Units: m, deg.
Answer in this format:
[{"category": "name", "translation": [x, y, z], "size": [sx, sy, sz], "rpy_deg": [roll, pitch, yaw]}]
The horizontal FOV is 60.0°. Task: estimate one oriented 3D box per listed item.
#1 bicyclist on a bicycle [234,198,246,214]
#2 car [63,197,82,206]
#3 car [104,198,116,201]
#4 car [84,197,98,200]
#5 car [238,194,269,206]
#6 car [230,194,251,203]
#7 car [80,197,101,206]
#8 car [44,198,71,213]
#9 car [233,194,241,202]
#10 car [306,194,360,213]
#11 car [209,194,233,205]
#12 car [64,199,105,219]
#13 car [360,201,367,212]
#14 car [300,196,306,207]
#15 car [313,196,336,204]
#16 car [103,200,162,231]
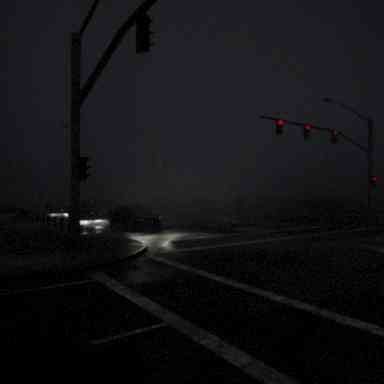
[{"category": "bicyclist on a bicycle", "translation": [4.923, 1.409, 34.249], "size": [1.656, 1.620, 0.582], "rpy_deg": [0, 0, -35]}, {"category": "car", "translation": [-20.751, 1.650, 57.699], "size": [1.994, 1.385, 4.181], "rpy_deg": [0, 0, -35]}, {"category": "car", "translation": [-12.998, 1.662, 52.792], "size": [1.994, 1.385, 4.181], "rpy_deg": [0, 0, -35]}, {"category": "car", "translation": [-15.602, 1.575, 50.495], "size": [2.128, 1.511, 4.902], "rpy_deg": [0, 0, -35]}, {"category": "car", "translation": [10.049, 1.572, 54.324], "size": [1.970, 1.475, 3.806], "rpy_deg": [0, 0, -35]}, {"category": "car", "translation": [10.563, 1.381, 73.247], "size": [1.932, 1.855, 4.605], "rpy_deg": [0, 0, -35]}, {"category": "car", "translation": [-18.407, 1.648, 60.288], "size": [2.033, 1.411, 5.357], "rpy_deg": [0, 0, -35]}, {"category": "car", "translation": [-15.577, 1.598, 38.069], "size": [2.033, 1.411, 5.357], "rpy_deg": [0, 0, -35]}, {"category": "car", "translation": [8.400, 1.581, 71.655], "size": [1.784, 1.438, 3.905], "rpy_deg": [0, 0, -35]}, {"category": "car", "translation": [15.534, 1.301, 36.875], "size": [1.932, 1.855, 4.605], "rpy_deg": [0, 0, -35]}, {"category": "car", "translation": [6.036, 1.600, 69.984], "size": [1.970, 1.475, 3.806], "rpy_deg": [0, 0, -35]}, {"category": "car", "translation": [-9.504, 1.611, 29.535], "size": [1.994, 1.385, 4.181], "rpy_deg": [0, 0, -35]}, {"category": "car", "translation": [17.928, 1.316, 38.502], "size": [1.905, 1.878, 3.866], "rpy_deg": [0, 0, -35]}, {"category": "car", "translation": [23.792, 1.400, 64.156], "size": [1.932, 1.855, 4.605], "rpy_deg": [0, 0, -35]}, {"category": "car", "translation": [26.193, 1.622, 65.776], "size": [1.784, 1.438, 3.905], "rpy_deg": [0, 0, -35]}, {"category": "car", "translation": [-3.744, 1.522, 21.451], "size": [1.882, 1.535, 5.008], "rpy_deg": [0, 0, -35]}]
